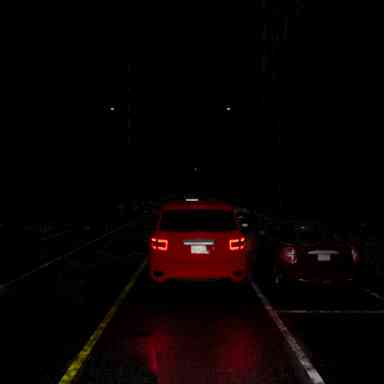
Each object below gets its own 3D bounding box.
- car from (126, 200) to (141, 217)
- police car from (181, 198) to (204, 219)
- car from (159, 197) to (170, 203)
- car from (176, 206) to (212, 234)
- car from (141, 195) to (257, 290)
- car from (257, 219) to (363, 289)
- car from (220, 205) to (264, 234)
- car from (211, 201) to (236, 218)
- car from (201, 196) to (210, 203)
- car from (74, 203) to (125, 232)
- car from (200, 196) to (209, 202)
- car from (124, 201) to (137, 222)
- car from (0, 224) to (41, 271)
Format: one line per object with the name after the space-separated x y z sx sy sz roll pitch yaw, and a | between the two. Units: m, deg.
-5.663 1.444 31.141 1.967 1.590 4.097 0 0 0 | car
0.008 1.429 30.250 1.930 1.638 5.238 0 0 0 | police car
-5.617 1.627 68.244 1.802 1.307 4.206 0 0 0 | car
0.104 1.602 19.986 1.895 1.301 4.718 0 0 0 | car
0.106 1.221 9.216 2.150 2.045 5.566 0 0 -1 | car
2.856 1.440 9.132 1.967 1.590 4.097 0 0 0 | car
2.859 1.552 20.135 2.008 1.369 4.403 0 0 0 | car
2.863 1.570 31.138 1.947 1.339 4.313 0 0 0 | car
2.919 1.580 73.807 1.752 1.417 4.829 0 0 0 | car
-5.666 1.567 20.138 1.947 1.339 4.313 0 0 0 | car
2.931 1.617 79.046 2.008 1.369 4.403 0 0 0 | car
-5.665 1.584 25.639 1.802 1.307 4.206 0 0 0 | car
-5.669 1.582 9.135 1.802 1.307 4.206 0 0 0 | car
